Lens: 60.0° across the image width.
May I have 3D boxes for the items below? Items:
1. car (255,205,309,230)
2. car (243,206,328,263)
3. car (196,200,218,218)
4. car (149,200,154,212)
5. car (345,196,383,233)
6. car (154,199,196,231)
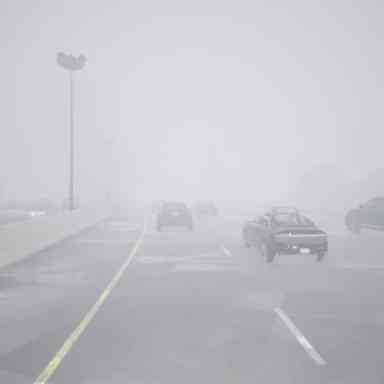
[{"bbox_3d":[5.769,1.589,22.035,1.895,1.301,4.718,0,0,-6],"label":"car"},{"bbox_3d":[3.117,1.485,11.995,2.128,1.511,4.902,0,0,-3],"label":"car"},{"bbox_3d":[1.091,1.490,30.601,2.128,1.511,4.902,0,0,-9],"label":"car"},{"bbox_3d":[-3.962,1.557,39.267,2.033,1.411,5.357,0,0,-12],"label":"car"},{"bbox_3d":[9.833,1.201,16.329,2.150,2.045,5.566,0,0,-5],"label":"car"},{"bbox_3d":[-1.188,1.355,21.050,2.097,1.767,4.553,0,0,-6],"label":"car"}]
